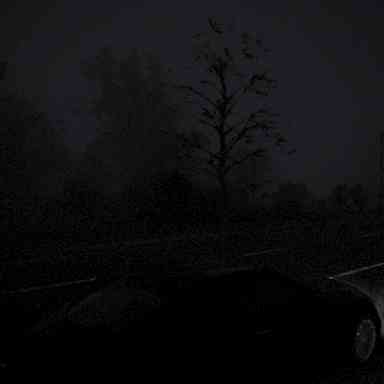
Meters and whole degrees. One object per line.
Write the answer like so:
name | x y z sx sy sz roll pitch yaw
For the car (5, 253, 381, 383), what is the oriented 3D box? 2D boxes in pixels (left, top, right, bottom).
car | 0.414 1.514 4.042 4.674 1.442 1.812 0 0 -35
